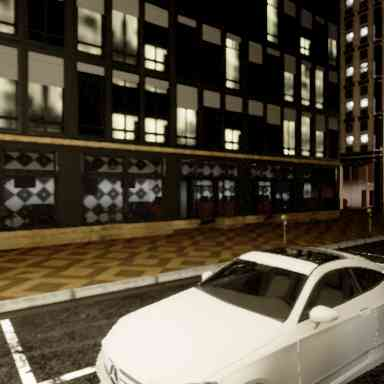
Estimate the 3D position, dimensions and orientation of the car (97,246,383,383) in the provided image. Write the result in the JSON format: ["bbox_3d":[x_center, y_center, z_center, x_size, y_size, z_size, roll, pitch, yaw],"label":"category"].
[{"bbox_3d":[1.190,1.503,4.235,4.674,1.442,1.812,0,0,-35],"label":"car"}]
